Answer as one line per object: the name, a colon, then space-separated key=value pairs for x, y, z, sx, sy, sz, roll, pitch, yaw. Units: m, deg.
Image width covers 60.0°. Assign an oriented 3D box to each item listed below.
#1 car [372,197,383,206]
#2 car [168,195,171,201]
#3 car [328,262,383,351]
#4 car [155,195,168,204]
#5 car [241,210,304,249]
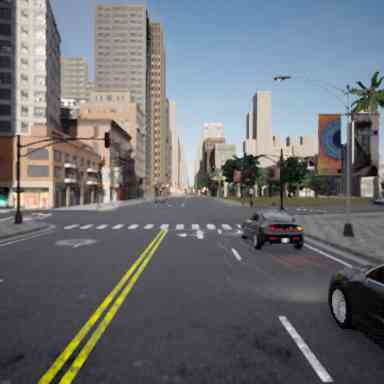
car: x=29.666 y=1.400 z=49.937 sx=5.357 sy=1.411 sz=2.033 roll=0 pitch=0 yaw=-22
car: x=-6.606 y=1.469 z=84.876 sx=2.097 sy=1.767 sz=4.553 roll=0 pitch=0 yaw=0
car: x=3.349 y=1.514 z=4.055 sx=1.837 sy=1.490 sz=4.892 roll=0 pitch=0 yaw=0
car: x=-6.607 y=1.626 z=68.609 sx=1.812 sy=1.442 sz=4.674 roll=0 pitch=0 yaw=0
car: x=3.369 y=1.539 z=14.669 sx=1.837 sy=1.490 sz=4.892 roll=0 pitch=0 yaw=-2
